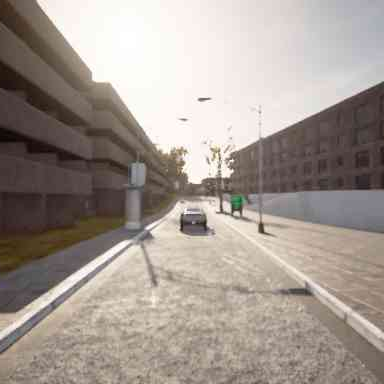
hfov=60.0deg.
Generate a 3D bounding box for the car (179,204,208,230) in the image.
[{"bbox_3d":[0.103,1.828,23.724,2.128,1.511,4.902,0,-1,0],"label":"car"}]

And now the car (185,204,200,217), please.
[{"bbox_3d":[0.105,2.309,42.431,1.812,1.442,4.674,0,-1,0],"label":"car"}]
